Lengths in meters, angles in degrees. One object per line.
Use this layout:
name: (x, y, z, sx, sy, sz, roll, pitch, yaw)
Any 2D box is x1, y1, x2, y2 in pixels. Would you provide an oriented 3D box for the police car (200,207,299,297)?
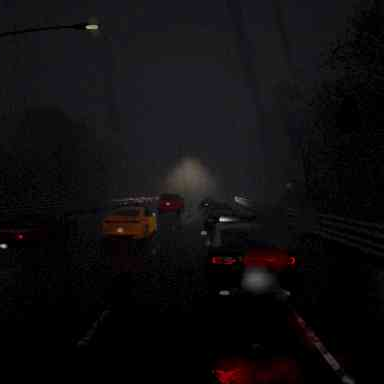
police car: (1.267, 1.426, 8.773, 1.930, 1.638, 5.238, 0, 0, 2)

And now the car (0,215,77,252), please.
car: (-6.513, 1.602, 13.880, 1.895, 1.301, 4.718, 0, 0, 2)

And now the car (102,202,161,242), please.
car: (-2.913, 1.480, 16.444, 1.882, 1.535, 5.008, 0, 0, 2)

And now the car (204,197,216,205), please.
car: (3.373, 1.593, 60.820, 2.033, 1.411, 5.357, 0, 0, 6)

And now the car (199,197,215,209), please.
car: (2.079, 1.588, 45.249, 1.994, 1.385, 4.181, 0, 0, 5)

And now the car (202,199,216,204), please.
car: (1.858, 1.512, 24.451, 1.837, 1.490, 4.892, 0, 0, 3)

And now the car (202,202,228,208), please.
car: (1.598, 1.530, 18.533, 1.812, 1.442, 4.674, 0, 0, 2)

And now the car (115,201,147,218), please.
car: (-5.702, 1.611, 31.759, 1.895, 1.301, 4.718, 0, 0, 3)

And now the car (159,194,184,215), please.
car: (-2.071, 1.233, 33.898, 2.150, 2.045, 5.566, 0, 0, 3)
